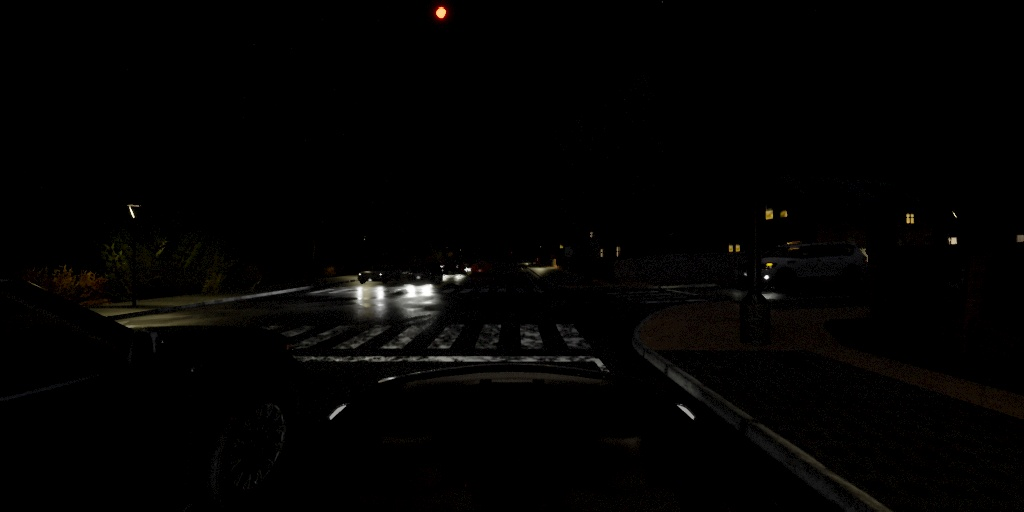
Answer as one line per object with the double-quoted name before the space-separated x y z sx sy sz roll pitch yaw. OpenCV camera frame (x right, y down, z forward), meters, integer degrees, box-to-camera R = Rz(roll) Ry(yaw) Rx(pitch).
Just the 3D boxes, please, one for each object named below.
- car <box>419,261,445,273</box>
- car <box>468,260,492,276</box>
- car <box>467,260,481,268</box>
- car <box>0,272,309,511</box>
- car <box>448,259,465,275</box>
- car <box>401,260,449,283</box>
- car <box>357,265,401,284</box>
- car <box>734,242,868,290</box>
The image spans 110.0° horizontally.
"car" -9.843 1.326 44.508 2.033 1.411 5.357 0 0 0
"car" -3.147 1.249 37.526 1.882 1.535 5.008 0 0 0
"car" -6.499 1.403 62.296 1.895 1.301 4.718 0 0 0
"car" -3.159 0.969 1.211 2.150 2.045 5.566 0 0 2
"car" -6.593 1.126 40.197 2.097 1.767 4.553 0 0 0
"car" -6.596 1.253 27.731 2.128 1.511 4.902 0 0 0
"car" -9.848 1.363 27.070 1.895 1.301 4.718 0 0 0
"car" 13.558 0.425 16.917 5.566 2.045 2.150 -2 -1 -6
